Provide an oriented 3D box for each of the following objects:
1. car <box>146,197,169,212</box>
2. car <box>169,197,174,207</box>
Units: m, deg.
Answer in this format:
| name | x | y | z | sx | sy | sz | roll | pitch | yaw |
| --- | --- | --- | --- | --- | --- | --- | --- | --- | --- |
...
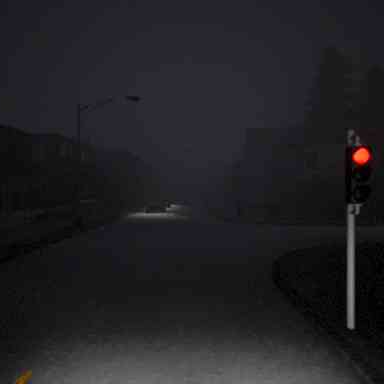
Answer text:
| name | x | y | z | sx | sy | sz | roll | pitch | yaw |
| --- | --- | --- | --- | --- | --- | --- | --- | --- | --- |
| car | -4.101 | 1.476 | 38.462 | 1.882 | 1.535 | 5.008 | 0 | 0 | 0 |
| car | -4.101 | 1.502 | 48.432 | 1.837 | 1.490 | 4.892 | 0 | 0 | 0 |
